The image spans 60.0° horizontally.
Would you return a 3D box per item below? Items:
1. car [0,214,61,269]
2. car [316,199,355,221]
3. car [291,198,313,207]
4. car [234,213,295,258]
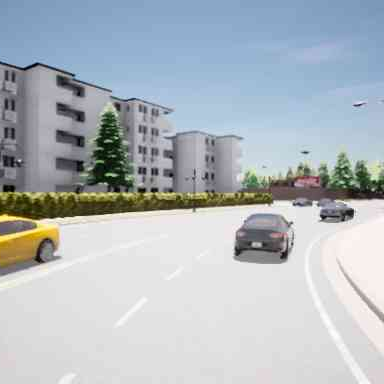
[{"bbox_3d":[-5.740,1.419,9.116,1.882,1.535,5.008,0,0,14],"label":"car"},{"bbox_3d":[12.236,1.623,27.933,2.033,1.411,5.357,1,0,37],"label":"car"},{"bbox_3d":[17.581,1.644,52.810,2.033,1.411,5.357,1,0,37],"label":"car"},{"bbox_3d":[2.891,1.537,12.878,1.812,1.442,4.674,0,0,20],"label":"car"}]
